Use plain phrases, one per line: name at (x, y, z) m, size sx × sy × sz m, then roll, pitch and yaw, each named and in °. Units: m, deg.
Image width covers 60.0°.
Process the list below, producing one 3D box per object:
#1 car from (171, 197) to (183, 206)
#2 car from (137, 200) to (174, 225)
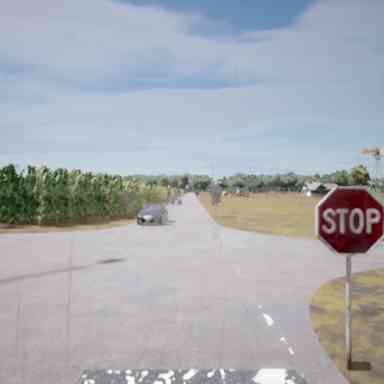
car at (-2.743, 1.631, 61.362) m, size 2.128 × 1.511 × 4.902 m, roll 0°, pitch 0°, yaw 0°
car at (-2.881, 1.645, 25.280) m, size 2.128 × 1.511 × 4.902 m, roll 0°, pitch 0°, yaw 4°
